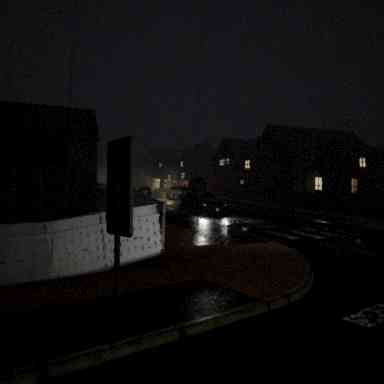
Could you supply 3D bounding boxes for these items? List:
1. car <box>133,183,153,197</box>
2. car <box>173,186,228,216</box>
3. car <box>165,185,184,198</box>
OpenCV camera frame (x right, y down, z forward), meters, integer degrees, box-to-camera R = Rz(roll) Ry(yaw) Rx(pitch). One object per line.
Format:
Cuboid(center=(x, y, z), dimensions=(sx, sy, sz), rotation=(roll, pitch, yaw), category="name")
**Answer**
Cuboid(center=(-5.736, -0.273, 36.842), dimensions=(2.128, 1.511, 4.902), rotation=(1, 3, -23), category="car")
Cuboid(center=(0.610, 0.641, 21.812), dimensions=(1.812, 1.442, 4.674), rotation=(1, 3, -23), category="car")
Cuboid(center=(-1.256, 0.049, 33.487), dimensions=(1.812, 1.442, 4.674), rotation=(1, 3, -23), category="car")
